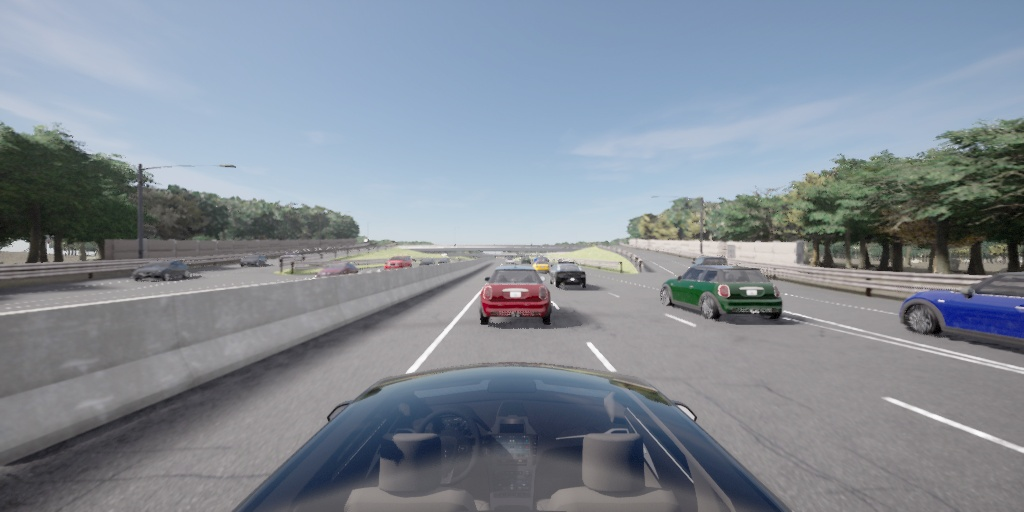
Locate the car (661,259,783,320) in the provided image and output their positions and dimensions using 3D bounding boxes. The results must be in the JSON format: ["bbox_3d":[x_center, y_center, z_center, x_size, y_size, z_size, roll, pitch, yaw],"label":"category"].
[{"bbox_3d":[7.099,1.103,12.738,2.097,1.767,4.553,0,0,0],"label":"car"}]

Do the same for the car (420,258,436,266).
[{"bbox_3d":[-14.298,1.098,61.233,1.882,1.535,5.008,0,0,0],"label":"car"}]

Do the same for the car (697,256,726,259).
[{"bbox_3d":[16.595,1.046,30.146,2.150,2.045,5.566,0,1,18],"label":"car"}]

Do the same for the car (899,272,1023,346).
[{"bbox_3d":[11.175,1.102,7.546,2.097,1.767,4.553,0,0,5],"label":"car"}]

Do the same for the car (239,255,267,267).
[{"bbox_3d":[-33.275,0.635,46.229,1.837,1.490,4.892,0,2,-17],"label":"car"}]

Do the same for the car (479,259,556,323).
[{"bbox_3d":[0.100,1.103,12.208,2.097,1.767,4.553,0,0,0],"label":"car"}]

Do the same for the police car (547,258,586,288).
[{"bbox_3d":[3.580,1.177,23.794,1.930,1.638,5.238,0,0,0],"label":"police car"}]

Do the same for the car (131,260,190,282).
[{"bbox_3d":[-26.990,1.103,27.755,1.837,1.490,4.892,0,1,-20],"label":"car"}]

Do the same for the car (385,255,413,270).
[{"bbox_3d":[-14.215,0.951,45.357,2.150,2.045,5.566,0,0,0],"label":"car"}]

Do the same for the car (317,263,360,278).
[{"bbox_3d":[-14.137,1.277,29.529,1.812,1.442,4.674,0,0,0],"label":"car"}]

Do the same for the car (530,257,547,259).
[{"bbox_3d":[3.483,1.195,43.823,1.801,1.575,5.366,0,0,0],"label":"car"}]
